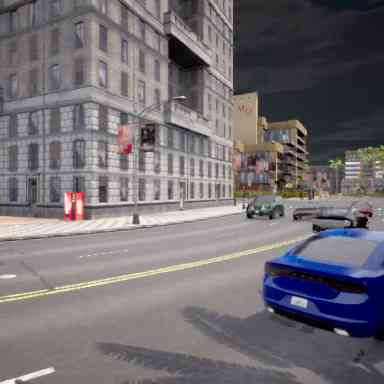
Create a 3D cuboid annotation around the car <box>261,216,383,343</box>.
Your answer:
[{"bbox_3d":[3.415,1.475,6.567,5.008,1.535,1.882,0,0,-42],"label":"car"}]

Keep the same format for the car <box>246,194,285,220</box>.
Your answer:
[{"bbox_3d":[6.378,1.198,28.434,2.150,2.045,5.566,0,0,28],"label":"car"}]

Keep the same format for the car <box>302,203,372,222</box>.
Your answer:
[{"bbox_3d":[7.363,1.484,16.373,2.128,1.511,4.902,0,0,36],"label":"car"}]

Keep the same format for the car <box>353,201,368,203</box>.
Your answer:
[{"bbox_3d":[16.108,1.550,31.800,1.994,1.385,4.181,0,0,28],"label":"car"}]

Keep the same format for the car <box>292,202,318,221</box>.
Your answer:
[{"bbox_3d":[9.516,1.533,26.879,2.033,1.411,5.357,0,0,28],"label":"car"}]
